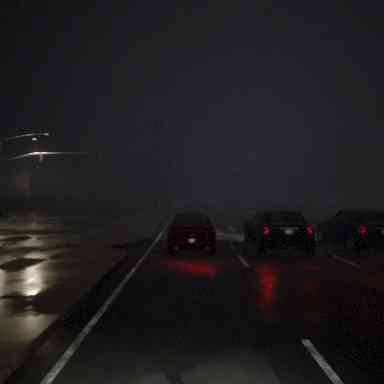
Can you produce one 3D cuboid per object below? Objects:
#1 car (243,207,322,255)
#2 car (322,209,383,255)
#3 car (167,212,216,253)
[{"bbox_3d":[3.492,1.484,14.099,2.097,1.767,4.553,0,-1,0],"label":"car"},{"bbox_3d":[6.992,1.484,14.103,2.097,1.767,4.553,0,-1,0],"label":"car"},{"bbox_3d":[-0.008,1.616,14.495,1.882,1.535,5.008,0,0,0],"label":"car"}]
